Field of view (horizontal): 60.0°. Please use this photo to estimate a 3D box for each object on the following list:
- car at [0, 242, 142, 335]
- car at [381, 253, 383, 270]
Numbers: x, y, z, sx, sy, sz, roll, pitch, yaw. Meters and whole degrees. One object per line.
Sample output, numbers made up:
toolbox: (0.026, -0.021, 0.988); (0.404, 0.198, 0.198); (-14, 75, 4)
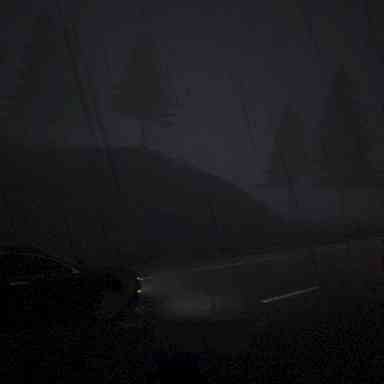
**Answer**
car: (-3.258, 1.662, 5.880); (4.892, 1.490, 1.837); (0, -1, -36)
car: (7.248, 1.784, 9.154); (4.718, 1.301, 1.895); (1, -2, -36)
